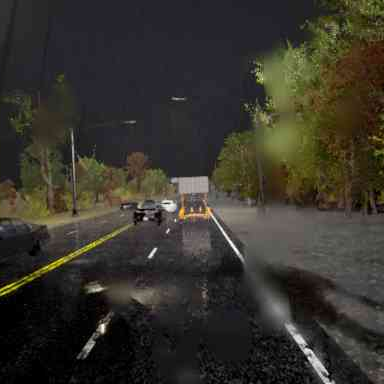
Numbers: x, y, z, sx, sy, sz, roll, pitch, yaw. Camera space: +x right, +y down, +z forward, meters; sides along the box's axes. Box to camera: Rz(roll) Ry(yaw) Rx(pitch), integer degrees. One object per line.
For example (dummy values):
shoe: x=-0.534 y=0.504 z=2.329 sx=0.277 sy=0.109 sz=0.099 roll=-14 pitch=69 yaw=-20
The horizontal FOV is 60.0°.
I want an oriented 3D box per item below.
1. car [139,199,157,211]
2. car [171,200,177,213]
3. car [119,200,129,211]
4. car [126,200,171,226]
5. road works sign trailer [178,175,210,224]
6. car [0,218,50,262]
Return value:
car: x=-6.114 y=1.836 z=46.964 sx=1.812 sy=1.442 sz=4.674 roll=-3 pitch=0 yaw=1
car: x=-2.781 y=1.615 z=38.323 sx=1.812 sy=1.442 sz=4.674 roll=-2 pitch=4 yaw=1
car: x=-9.330 y=1.943 z=48.849 sx=2.128 sy=1.511 sz=4.902 roll=-3 pitch=0 yaw=1
car: x=-2.938 y=1.481 z=23.639 sx=2.128 sy=1.511 sz=4.902 roll=0 pitch=0 yaw=0
road works sign trailer: x=0.165 y=0.526 z=25.880 sx=2.380 sy=3.560 sz=2.880 roll=-3 pitch=0 yaw=1
car: x=-6.473 y=1.563 z=10.669 sx=2.033 sy=1.411 sz=5.357 roll=0 pitch=0 yaw=1
